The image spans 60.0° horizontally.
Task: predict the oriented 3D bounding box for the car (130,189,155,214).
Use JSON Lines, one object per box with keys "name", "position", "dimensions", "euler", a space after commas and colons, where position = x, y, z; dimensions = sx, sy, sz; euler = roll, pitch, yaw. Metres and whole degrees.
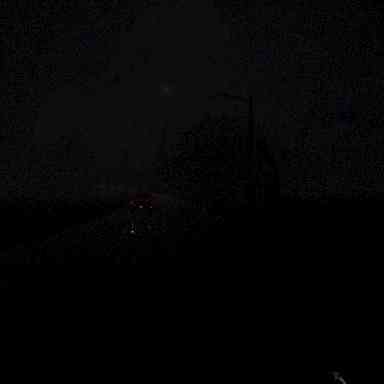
{"name": "car", "position": [-4.795, 0.961, 32.779], "dimensions": [2.150, 2.045, 5.566], "euler": [0, 1, -4]}
